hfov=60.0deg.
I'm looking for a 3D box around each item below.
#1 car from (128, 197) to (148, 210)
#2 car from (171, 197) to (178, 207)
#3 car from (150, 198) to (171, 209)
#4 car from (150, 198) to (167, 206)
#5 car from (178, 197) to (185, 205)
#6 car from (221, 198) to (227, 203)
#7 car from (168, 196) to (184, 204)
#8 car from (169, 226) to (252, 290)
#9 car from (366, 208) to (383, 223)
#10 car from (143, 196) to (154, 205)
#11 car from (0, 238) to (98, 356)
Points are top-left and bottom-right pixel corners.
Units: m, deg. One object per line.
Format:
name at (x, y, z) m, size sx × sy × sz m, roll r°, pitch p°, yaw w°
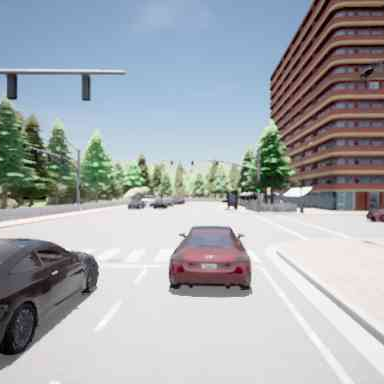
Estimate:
car at (-8.470, 1.873, 50.668) m, size 1.837 × 1.490 × 4.892 m, roll 0°, pitch 0°, yaw 3°
car at (-4.379, 2.008, 61.983) m, size 2.033 × 1.411 × 5.357 m, roll 0°, pitch 0°, yaw 4°
car at (-4.892, 1.988, 52.356) m, size 1.895 × 1.301 × 4.718 m, roll 0°, pitch 0°, yaw 3°
car at (-7.046, 2.059, 70.315) m, size 2.033 × 1.411 × 5.357 m, roll 0°, pitch 0°, yaw 11°
car at (-3.065, 1.895, 72.124) m, size 2.097 × 1.767 × 4.553 m, roll 0°, pitch 0°, yaw 15°
car at (10.004, 2.283, 88.638) m, size 4.718 × 1.301 × 1.895 m, roll 1°, pitch -1°, yaw -44°
car at (-3.902, 1.955, 80.313) m, size 2.097 × 1.767 × 4.553 m, roll 0°, pitch 0°, yaw 22°
car at (0.545, 1.638, 9.403) m, size 1.994 × 1.385 × 4.181 m, roll 0°, pitch 0°, yaw 4°
car at (17.288, 1.866, 28.498) m, size 4.181 × 1.385 × 1.994 m, roll 0°, pitch 0°, yaw 3°
car at (-7.998, 1.664, 60.415) m, size 2.150 × 2.045 × 5.566 m, roll 0°, pitch 0°, yaw 3°
car at (-3.213, 1.566, 6.022) m, size 1.812 × 1.442 × 4.674 m, roll 0°, pitch 0°, yaw 3°
